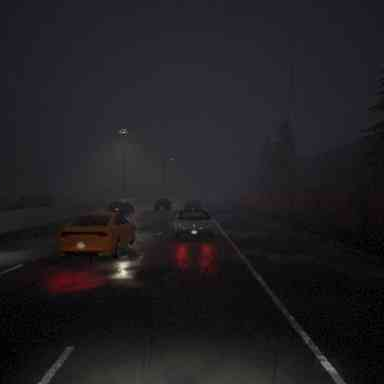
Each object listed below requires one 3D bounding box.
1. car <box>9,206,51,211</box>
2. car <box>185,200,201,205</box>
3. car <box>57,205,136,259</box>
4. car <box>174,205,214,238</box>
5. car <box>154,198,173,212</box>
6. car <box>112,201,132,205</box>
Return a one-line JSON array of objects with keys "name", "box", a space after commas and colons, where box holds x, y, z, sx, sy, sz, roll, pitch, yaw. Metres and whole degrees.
[{"name": "car", "box": [-13.961, 1.229, 29.173, 2.150, 2.045, 5.566, 0, 0, -2]}, {"name": "car", "box": [0.109, 1.606, 39.068, 1.895, 1.301, 4.718, 0, 0, 0]}, {"name": "car", "box": [-3.397, 1.479, 12.642, 1.882, 1.535, 5.008, 0, 0, 0]}, {"name": "car", "box": [0.104, 1.603, 17.814, 1.895, 1.301, 4.718, 0, 0, 0]}, {"name": "car", "box": [-3.392, 1.511, 39.504, 1.837, 1.490, 4.892, 0, 0, 0]}, {"name": "car", "box": [-6.891, 1.569, 32.506, 1.994, 1.385, 4.181, 0, 0, 0]}]
